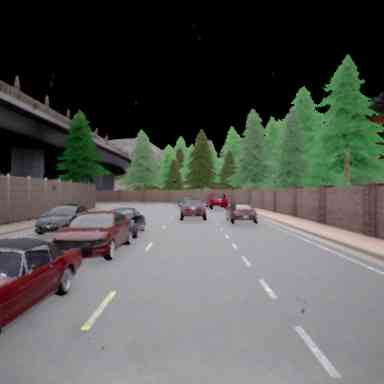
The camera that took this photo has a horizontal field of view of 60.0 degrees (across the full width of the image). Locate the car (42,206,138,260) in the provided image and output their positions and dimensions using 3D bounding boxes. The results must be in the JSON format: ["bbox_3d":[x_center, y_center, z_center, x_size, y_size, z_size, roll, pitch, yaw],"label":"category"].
[{"bbox_3d":[-3.500,1.458,12.486,1.882,1.535,5.008,0,0,0],"label":"car"}]

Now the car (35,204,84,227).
[{"bbox_3d":[-7.051,1.475,18.816,1.837,1.490,4.892,0,0,0],"label":"car"}]

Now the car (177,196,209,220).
[{"bbox_3d":[0.099,1.307,27.930,2.097,1.767,4.553,0,0,0],"label":"car"}]

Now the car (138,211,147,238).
[{"bbox_3d":[-3.561,1.536,17.271,1.994,1.385,4.181,0,0,0],"label":"car"}]

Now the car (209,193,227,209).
[{"bbox_3d":[3.129,1.152,43.258,2.150,2.045,5.566,0,0,-6],"label":"car"}]

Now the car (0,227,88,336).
[{"bbox_3d":[-3.596,1.591,5.874,1.895,1.301,4.718,0,0,0],"label":"car"}]

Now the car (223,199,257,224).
[{"bbox_3d":[3.580,1.487,24.369,1.812,1.442,4.674,0,0,0],"label":"car"}]
